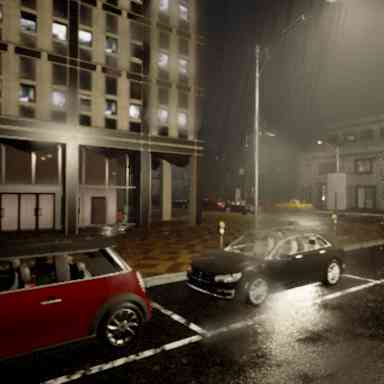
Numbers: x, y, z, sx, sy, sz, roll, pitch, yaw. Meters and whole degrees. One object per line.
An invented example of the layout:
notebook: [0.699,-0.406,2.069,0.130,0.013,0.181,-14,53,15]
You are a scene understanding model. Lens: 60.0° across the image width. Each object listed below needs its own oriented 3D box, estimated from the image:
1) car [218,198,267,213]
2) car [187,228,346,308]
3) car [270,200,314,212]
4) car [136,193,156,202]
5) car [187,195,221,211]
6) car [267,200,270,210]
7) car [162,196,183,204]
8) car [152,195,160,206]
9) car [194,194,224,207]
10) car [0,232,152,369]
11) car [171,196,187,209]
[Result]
car: [5.194,1.540,34.482,2.008,1.369,4.403,1,0,-35]
car: [1.920,1.580,7.922,4.403,1.369,2.008,0,0,-35]
car: [11.997,1.599,39.380,1.752,1.417,4.829,1,0,-35]
car: [-9.916,1.239,71.143,2.192,1.841,5.009,1,0,-35]
car: [2.053,1.281,39.041,2.192,1.841,5.009,1,0,-35]
car: [8.948,1.633,43.797,1.802,1.307,4.206,1,0,-35]
car: [-3.726,1.489,62.167,1.752,1.417,4.829,1,0,-35]
car: [-4.239,1.466,48.154,1.887,1.381,4.507,1,0,-35]
car: [2.663,1.321,52.913,2.192,1.841,5.009,1,0,-35]
car: [-2.714,1.442,4.617,4.097,1.590,1.967,0,0,-35]
car: [-1.095,1.494,43.597,2.008,1.369,4.403,1,0,-35]
